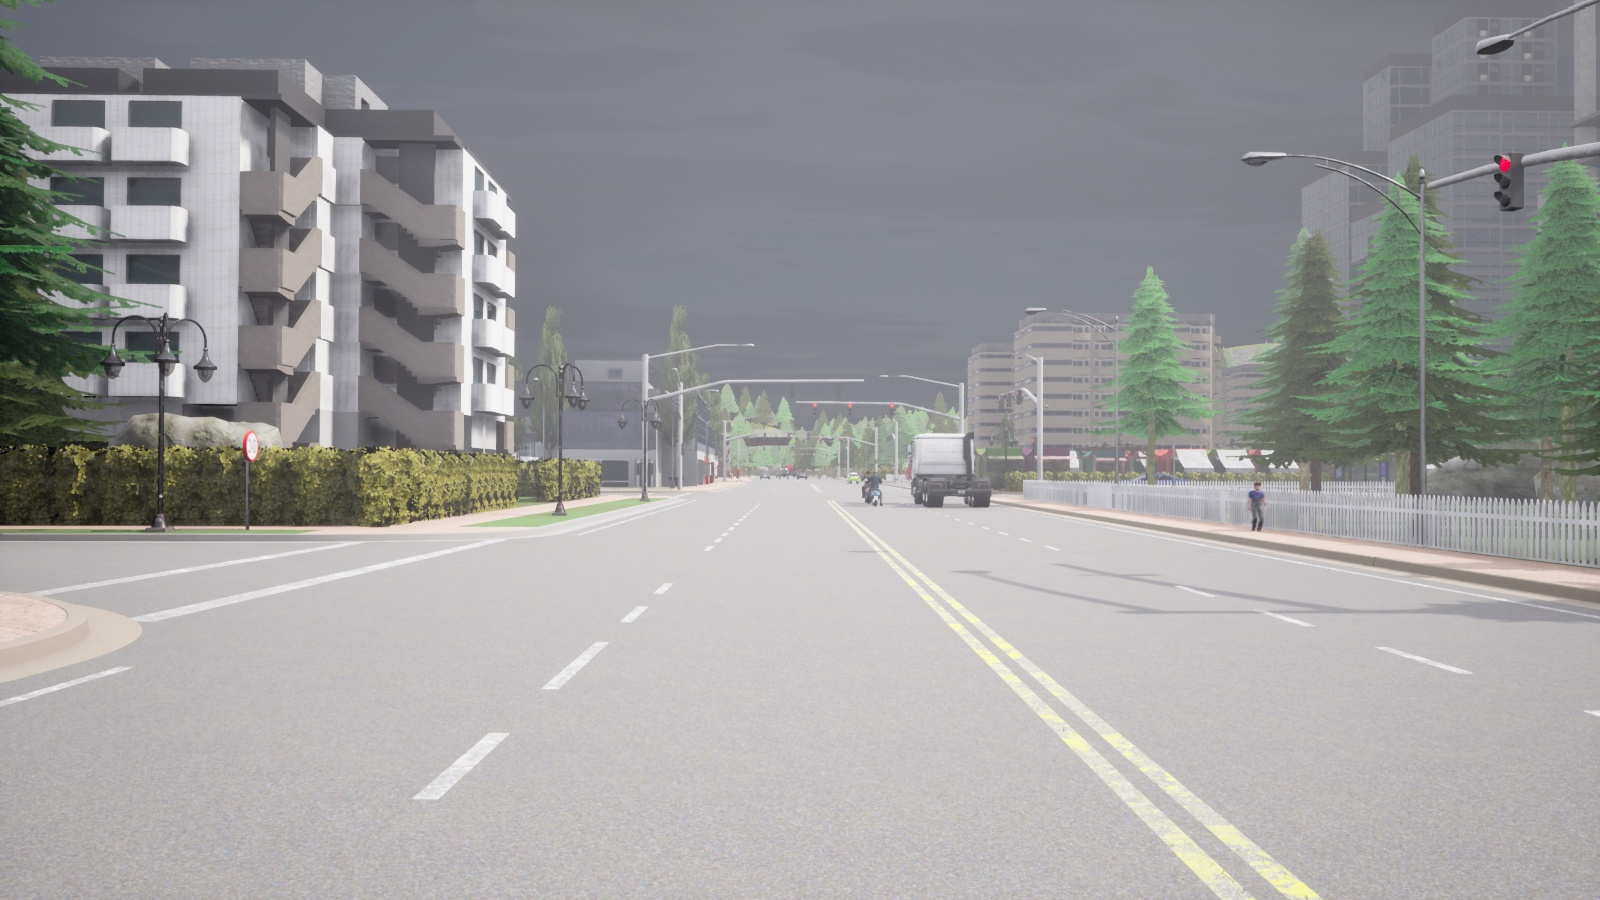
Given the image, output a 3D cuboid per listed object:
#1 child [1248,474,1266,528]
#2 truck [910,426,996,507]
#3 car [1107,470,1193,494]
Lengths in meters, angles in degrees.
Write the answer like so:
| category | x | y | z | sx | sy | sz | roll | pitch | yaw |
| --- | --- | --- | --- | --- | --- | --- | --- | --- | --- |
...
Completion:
| category | x | y | z | sx | sy | sz | roll | pitch | yaw |
| --- | --- | --- | --- | --- | --- | --- | --- | --- | --- |
| child | 10.933 | 1.213 | 30.051 | 0.270 | 1.263 | 0.437 | 0 | -1 | 0 |
| truck | 6.860 | 0.768 | 57.460 | 2.891 | 3.462 | 7.936 | 0 | -1 | 0 |
| car | 22.624 | 2.063 | 81.258 | 5.008 | 1.535 | 1.882 | 0 | -1 | -2 |
